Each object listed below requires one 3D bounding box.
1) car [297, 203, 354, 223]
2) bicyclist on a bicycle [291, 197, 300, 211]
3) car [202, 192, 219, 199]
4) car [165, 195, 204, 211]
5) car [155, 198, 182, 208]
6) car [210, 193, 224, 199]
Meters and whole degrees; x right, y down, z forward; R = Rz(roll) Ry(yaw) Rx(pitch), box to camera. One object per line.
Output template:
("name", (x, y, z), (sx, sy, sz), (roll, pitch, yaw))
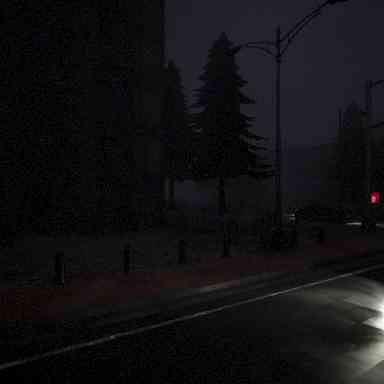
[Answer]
("car", (10.214, 1.578, 25.823), (1.994, 1.385, 4.181), (0, 0, -37))
("bicyclist on a bicycle", (11.427, 1.316, 36.632), (1.656, 1.620, 0.582), (0, 0, -37))
("car", (5.081, 1.113, 92.433), (1.932, 1.855, 4.605), (0, 0, -37))
("car", (-1.181, 1.493, 40.925), (1.882, 1.535, 5.008), (0, 0, -37))
("car", (-3.646, 1.616, 50.434), (1.895, 1.301, 4.718), (0, 0, -34))
("car", (7.168, 1.092, 94.497), (1.905, 1.878, 3.866), (0, 0, -37))
